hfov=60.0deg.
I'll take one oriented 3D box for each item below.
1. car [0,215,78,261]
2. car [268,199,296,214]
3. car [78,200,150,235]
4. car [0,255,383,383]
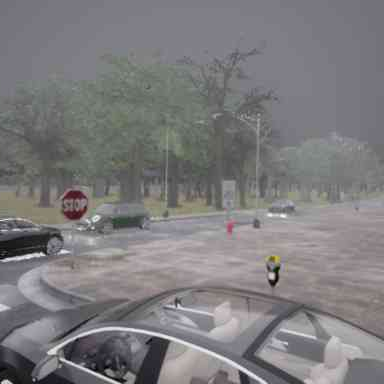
[{"bbox_3d":[-6.162,1.504,10.782,2.128,1.511,4.902,1,-2,14],"label":"car"},{"bbox_3d":[11.297,1.704,41.596,2.097,1.767,4.553,2,0,36],"label":"car"},{"bbox_3d":[-4.579,1.381,19.369,2.097,1.767,4.553,2,1,35],"label":"car"},{"bbox_3d":[-0.056,1.542,2.830,4.403,1.369,2.008,0,2,36],"label":"car"}]
